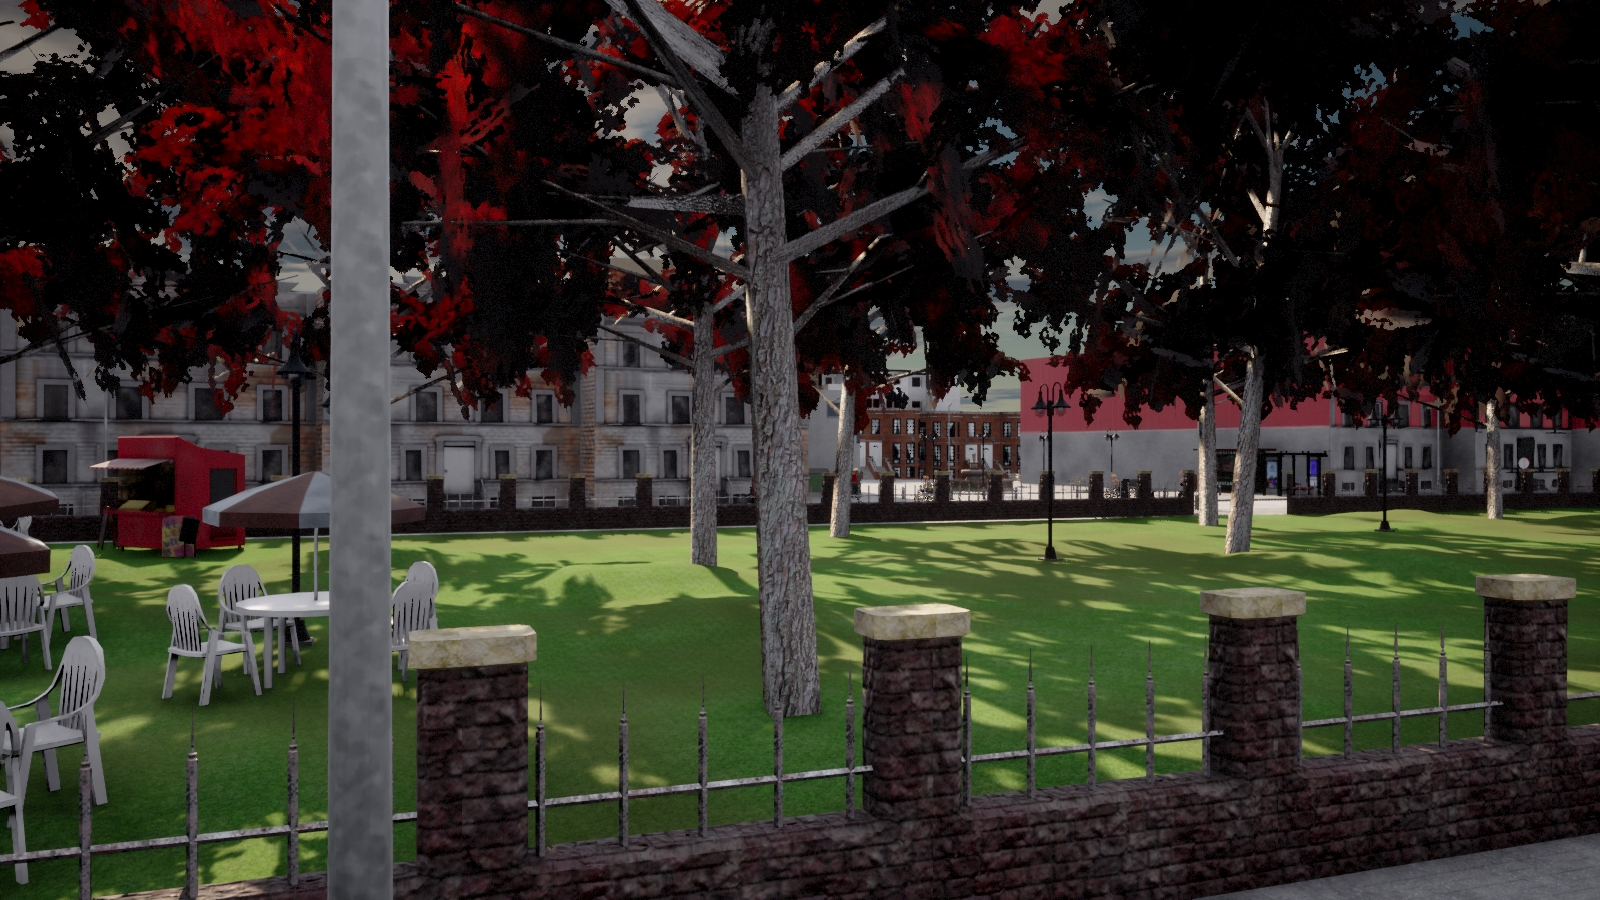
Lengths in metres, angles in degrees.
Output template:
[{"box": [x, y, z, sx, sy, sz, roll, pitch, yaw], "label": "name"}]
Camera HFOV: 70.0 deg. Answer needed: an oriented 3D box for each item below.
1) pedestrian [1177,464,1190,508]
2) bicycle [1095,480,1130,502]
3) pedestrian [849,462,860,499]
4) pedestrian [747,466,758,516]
[{"box": [16.285, 1.538, 48.543, 0.375, 1.860, 0.375, 0, 0, -14], "label": "pedestrian"}, {"box": [15.805, 2.050, 57.799, 1.487, 1.080, 0.859, 0, 0, -20], "label": "bicycle"}, {"box": [2.737, 1.533, 57.207, 0.375, 1.860, 0.375, 0, 0, -29], "label": "pedestrian"}, {"box": [-1.776, 1.530, 42.693, 0.375, 1.860, 0.375, 0, 0, -2], "label": "pedestrian"}]
